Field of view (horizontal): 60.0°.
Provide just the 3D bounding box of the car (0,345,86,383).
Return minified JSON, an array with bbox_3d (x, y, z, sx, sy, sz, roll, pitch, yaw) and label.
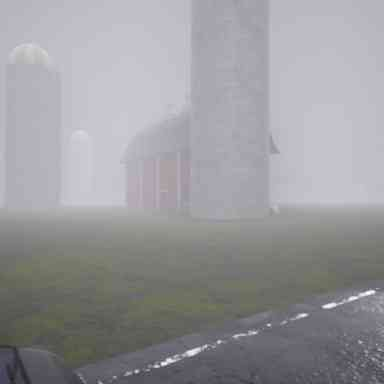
[{"bbox_3d":[-2.427,1.566,1.295,4.181,1.385,1.994,0,0,-35],"label":"car"}]
